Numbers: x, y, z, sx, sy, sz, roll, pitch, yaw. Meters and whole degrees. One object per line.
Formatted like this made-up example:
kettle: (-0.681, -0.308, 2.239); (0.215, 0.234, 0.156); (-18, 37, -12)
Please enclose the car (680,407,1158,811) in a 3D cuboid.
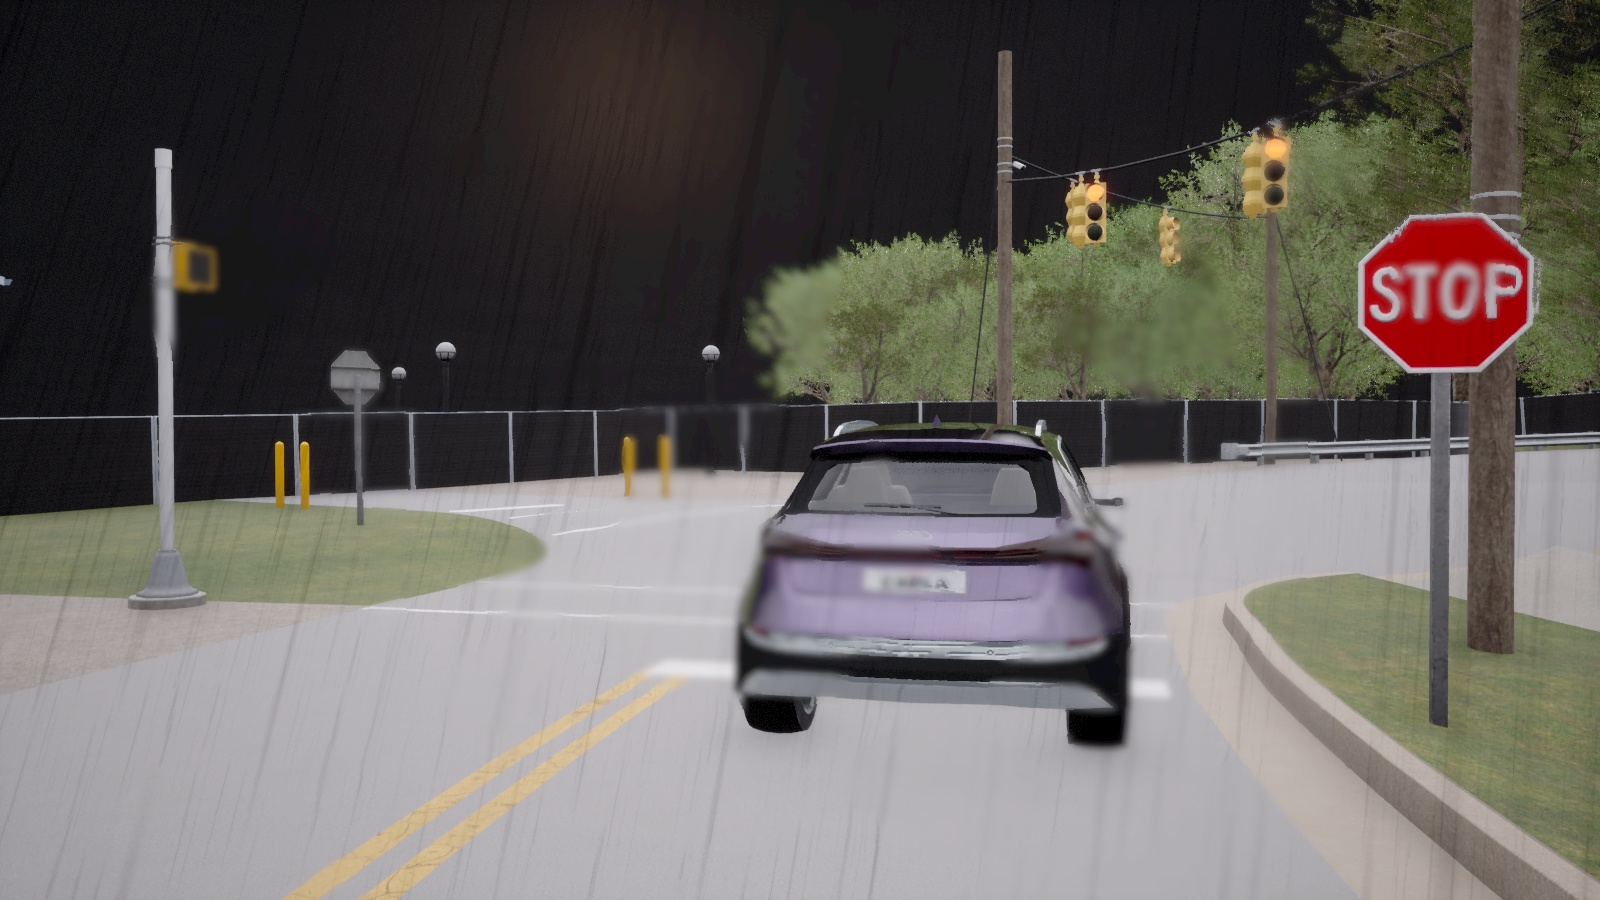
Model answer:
car: (0.983, 0.633, 7.710); (2.033, 1.649, 4.856); (0, 0, 12)
